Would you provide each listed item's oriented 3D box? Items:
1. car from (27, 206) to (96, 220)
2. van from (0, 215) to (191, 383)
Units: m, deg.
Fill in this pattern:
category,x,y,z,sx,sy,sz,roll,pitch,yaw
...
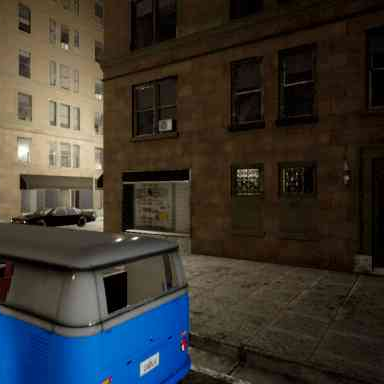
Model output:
category,x,y,z,sx,sy,sz,roll,pitch,yaw
car,-8.757,1.627,21.480,2.033,1.411,5.357,0,0,33
van,-1.937,1.341,4.067,3.998,1.788,1.690,0,0,33
